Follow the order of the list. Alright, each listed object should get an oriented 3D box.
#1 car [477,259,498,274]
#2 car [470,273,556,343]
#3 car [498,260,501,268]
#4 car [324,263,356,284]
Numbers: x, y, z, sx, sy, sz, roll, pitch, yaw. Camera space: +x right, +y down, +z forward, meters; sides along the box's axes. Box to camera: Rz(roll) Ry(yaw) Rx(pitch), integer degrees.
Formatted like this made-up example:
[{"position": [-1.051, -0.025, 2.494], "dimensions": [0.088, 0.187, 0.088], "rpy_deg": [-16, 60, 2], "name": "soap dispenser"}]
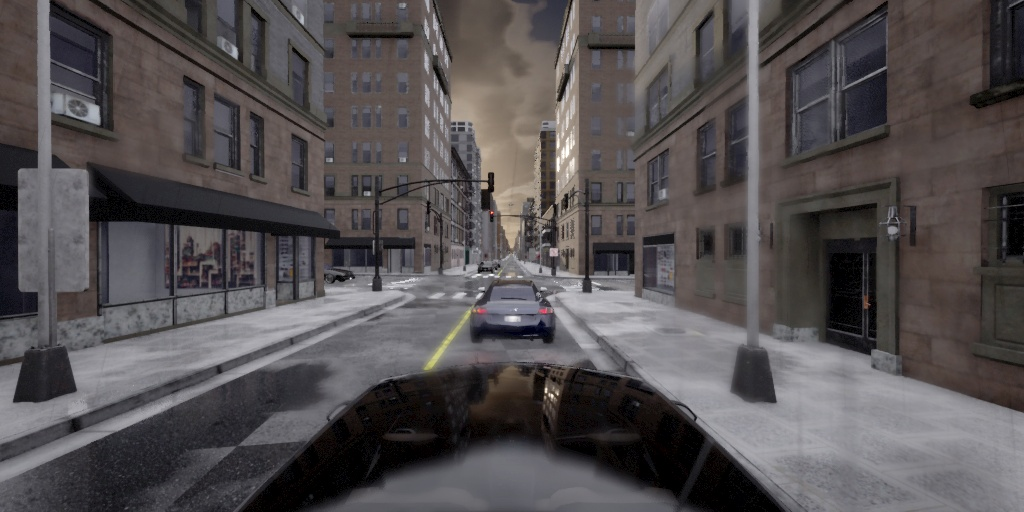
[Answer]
[{"position": [-3.063, 1.309, 43.112], "dimensions": [1.837, 1.490, 4.892], "rpy_deg": [0, 0, 0], "name": "car"}, {"position": [0.017, 1.315, 9.668], "dimensions": [1.994, 1.385, 4.181], "rpy_deg": [0, 0, 0], "name": "car"}, {"position": [-3.057, 1.371, 52.935], "dimensions": [2.033, 1.411, 5.357], "rpy_deg": [0, 0, 0], "name": "car"}, {"position": [-13.856, 1.138, 24.947], "dimensions": [5.357, 1.411, 2.033], "rpy_deg": [1, 0, 1], "name": "car"}]
